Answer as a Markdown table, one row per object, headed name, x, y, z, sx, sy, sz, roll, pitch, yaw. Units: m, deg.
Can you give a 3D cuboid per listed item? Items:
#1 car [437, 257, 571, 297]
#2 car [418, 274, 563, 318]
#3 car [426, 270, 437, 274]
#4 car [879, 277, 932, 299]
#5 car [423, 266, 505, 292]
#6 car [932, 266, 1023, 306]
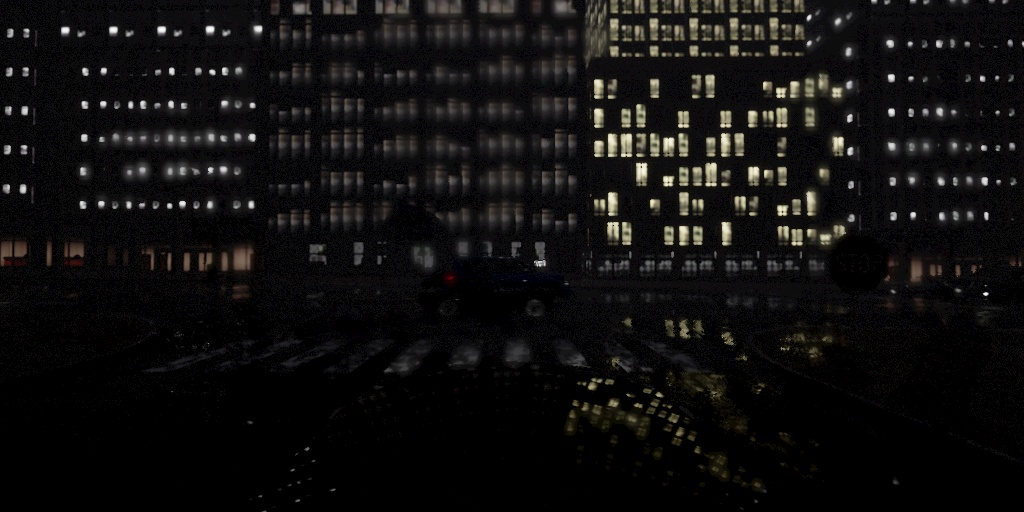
| name | x | y | z | sx | sy | sz | roll | pitch | yaw |
| --- | --- | --- | --- | --- | --- | --- | --- | --- | --- |
| car | -0.202 | 1.079 | 15.941 | 5.566 | 2.045 | 2.150 | 0 | -1 | 0 |
| car | -0.756 | 1.420 | 12.689 | 4.718 | 1.301 | 1.895 | 0 | 0 | 1 |
| car | -1.968 | 1.116 | 19.414 | 5.566 | 2.045 | 2.150 | 0 | -1 | 0 |
| car | 26.079 | 1.977 | 22.392 | 4.718 | 1.301 | 1.895 | 1 | -1 | 1 |
| car | -2.907 | 1.410 | 22.667 | 4.902 | 1.511 | 2.128 | 1 | -1 | 1 |
| car | 26.653 | 1.554 | 19.142 | 5.566 | 2.045 | 2.150 | 1 | -1 | 1 |
